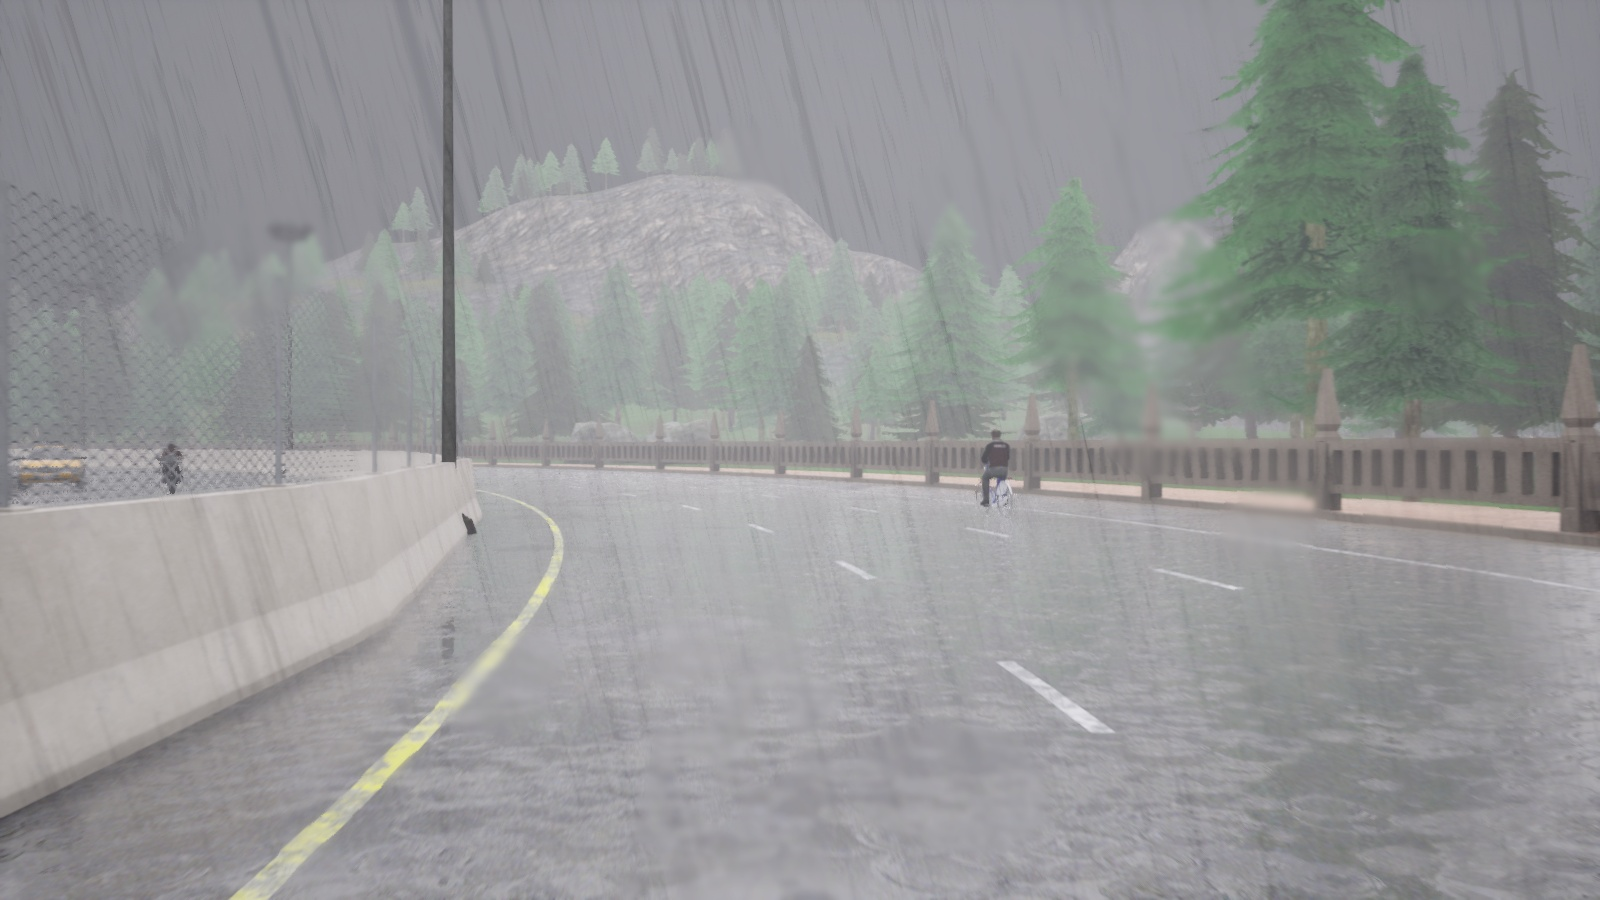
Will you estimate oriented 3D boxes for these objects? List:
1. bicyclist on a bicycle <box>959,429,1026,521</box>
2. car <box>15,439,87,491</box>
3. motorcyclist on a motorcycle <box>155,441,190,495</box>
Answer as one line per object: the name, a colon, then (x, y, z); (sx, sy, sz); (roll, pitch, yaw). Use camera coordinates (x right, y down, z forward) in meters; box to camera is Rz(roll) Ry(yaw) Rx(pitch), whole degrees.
bicyclist on a bicycle: (3.860, 0.476, 25.334); (0.659, 1.776, 1.843); (-1, 1, -14)
car: (-24.615, 0.442, 41.416); (1.801, 1.575, 5.366); (0, 0, -28)
motorcyclist on a motorcycle: (-18.441, 0.513, 36.939); (0.797, 1.523, 2.044); (-2, 1, -24)
